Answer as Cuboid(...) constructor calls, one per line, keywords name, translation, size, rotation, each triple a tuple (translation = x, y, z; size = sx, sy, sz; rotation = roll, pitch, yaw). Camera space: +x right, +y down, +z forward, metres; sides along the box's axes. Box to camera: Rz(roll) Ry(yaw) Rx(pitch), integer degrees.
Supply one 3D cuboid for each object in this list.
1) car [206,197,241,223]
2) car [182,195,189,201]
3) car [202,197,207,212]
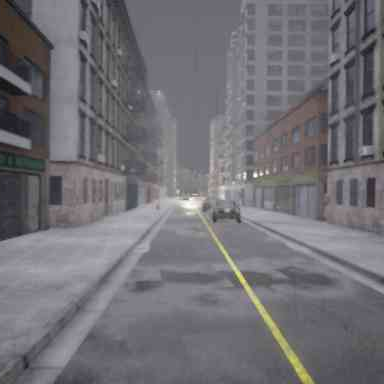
Cuboid(name="car", translation=(2.523, 1.375, 26.184), size=(2.097, 1.767, 4.553), rotation=(1, 0, -1))
Cuboid(name="car", translation=(-1.581, 1.486, 80.430), size=(1.837, 1.490, 4.892), rotation=(1, -1, -1))
Cuboid(name="car", translation=(2.260, 1.367, 39.105), size=(2.097, 1.767, 4.553), rotation=(1, 0, -1))
